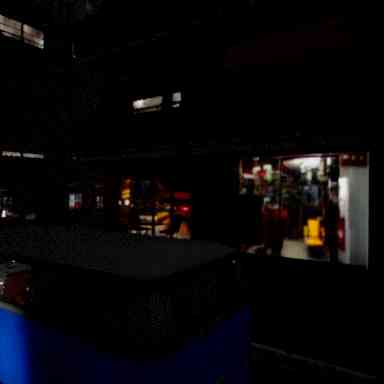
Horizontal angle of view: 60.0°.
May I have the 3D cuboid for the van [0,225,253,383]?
[{"bbox_3d":[-1.314,1.353,3.787,3.998,1.788,1.690,0,1,35],"label":"van"}]
